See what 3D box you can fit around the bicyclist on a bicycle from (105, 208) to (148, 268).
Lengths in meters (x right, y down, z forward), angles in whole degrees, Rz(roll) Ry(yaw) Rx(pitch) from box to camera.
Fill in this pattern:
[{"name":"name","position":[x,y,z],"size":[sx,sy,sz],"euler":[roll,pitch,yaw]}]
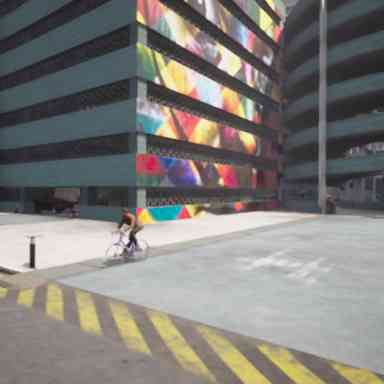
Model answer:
[{"name":"bicyclist on a bicycle","position":[-1.821,1.275,9.496],"size":[0.582,1.620,1.656],"euler":[0,0,36]}]

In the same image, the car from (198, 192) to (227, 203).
[{"name":"car","position":[3.399,0.944,58.163],"size":[5.566,2.045,2.435],"euler":[0,0,36]}]

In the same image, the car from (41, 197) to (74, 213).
[{"name":"car","position":[-13.928,1.277,33.546],"size":[4.786,1.482,2.161],"euler":[0,0,36]}]

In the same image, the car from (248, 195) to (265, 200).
[{"name":"car","position":[17.734,1.416,90.859],"size":[4.892,1.521,2.231],"euler":[0,0,36]}]

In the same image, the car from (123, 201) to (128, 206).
[{"name":"car","position":[-6.785,1.350,42.696],"size":[4.718,1.301,1.895],"euler":[0,0,36]}]

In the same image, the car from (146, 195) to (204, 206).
[{"name":"car","position":[-1.634,1.259,29.724],"size":[4.674,1.452,2.002],"euler":[0,0,36]}]
